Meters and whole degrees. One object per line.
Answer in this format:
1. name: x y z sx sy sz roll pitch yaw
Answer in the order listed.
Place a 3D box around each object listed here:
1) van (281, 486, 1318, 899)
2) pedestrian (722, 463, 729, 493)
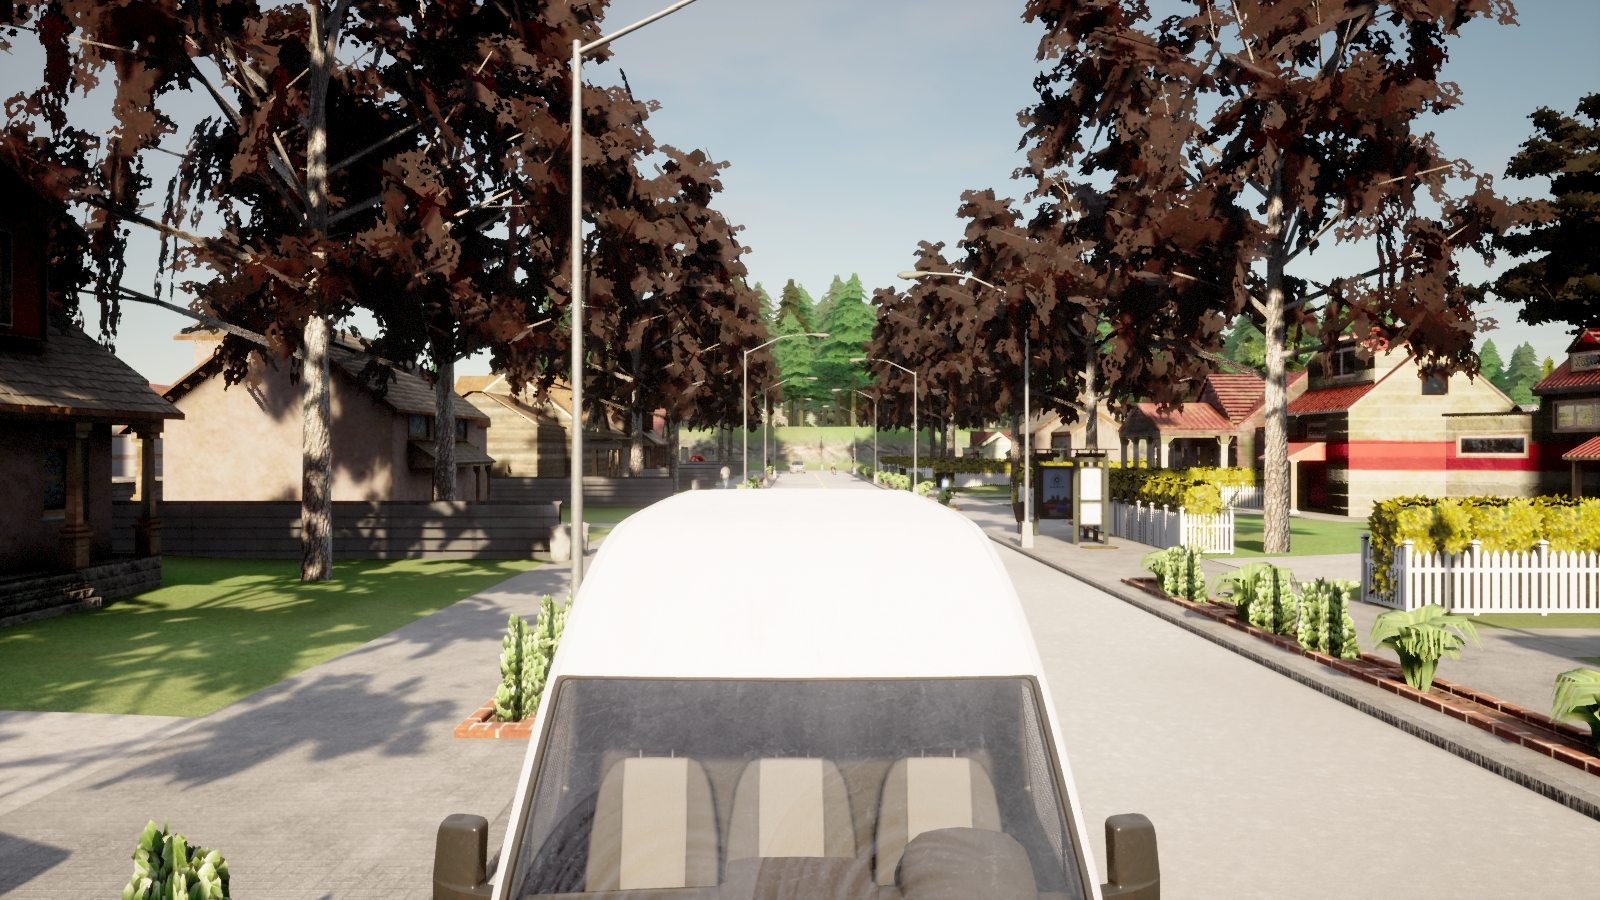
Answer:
1. van: -0.006 1.534 5.149 1.988 2.561 5.915 0 0 0
2. pedestrian: -4.667 1.743 71.764 0.375 1.860 0.375 0 0 3
